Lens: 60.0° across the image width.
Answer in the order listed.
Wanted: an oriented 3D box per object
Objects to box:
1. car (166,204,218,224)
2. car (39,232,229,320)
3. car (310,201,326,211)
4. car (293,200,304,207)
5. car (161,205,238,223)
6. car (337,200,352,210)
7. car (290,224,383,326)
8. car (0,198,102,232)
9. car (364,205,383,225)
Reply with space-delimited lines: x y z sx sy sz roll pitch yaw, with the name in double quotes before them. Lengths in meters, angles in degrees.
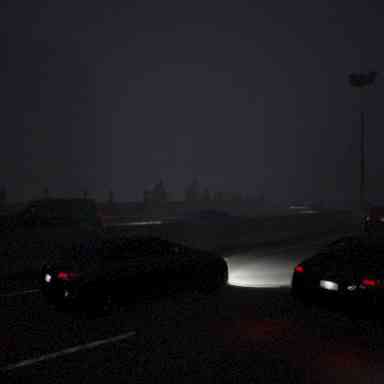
"car" 0.045 1.785 27.781 1.994 1.385 4.181 0 -1 43
"car" -1.148 1.618 7.539 4.181 1.385 1.994 1 -1 -38
"car" 18.469 2.033 48.677 2.033 1.411 5.357 0 0 26
"car" 20.329 2.172 63.455 1.994 1.385 4.181 0 0 17
"car" 0.491 1.626 18.352 5.008 1.535 1.882 1 -1 -43
"car" 23.466 2.026 51.474 2.128 1.511 4.902 0 0 22
"car" 3.972 1.643 7.194 4.181 1.385 1.994 1 -1 -40
"car" -7.207 1.311 16.269 5.566 2.045 2.150 1 0 -39
"car" 11.944 1.574 19.811 2.097 1.767 4.553 0 -1 42
